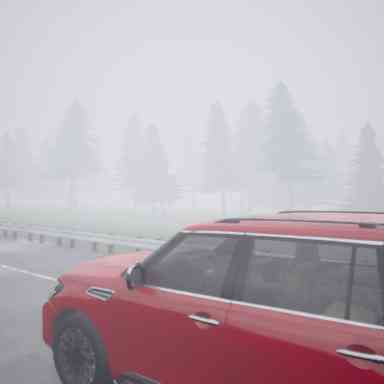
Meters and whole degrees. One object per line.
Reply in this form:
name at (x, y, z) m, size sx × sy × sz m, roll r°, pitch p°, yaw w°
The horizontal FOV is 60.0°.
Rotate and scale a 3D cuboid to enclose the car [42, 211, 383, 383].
car at (0.780, 1.222, 3.435) m, size 5.566 × 2.045 × 2.150 m, roll 0°, pitch 0°, yaw 36°
